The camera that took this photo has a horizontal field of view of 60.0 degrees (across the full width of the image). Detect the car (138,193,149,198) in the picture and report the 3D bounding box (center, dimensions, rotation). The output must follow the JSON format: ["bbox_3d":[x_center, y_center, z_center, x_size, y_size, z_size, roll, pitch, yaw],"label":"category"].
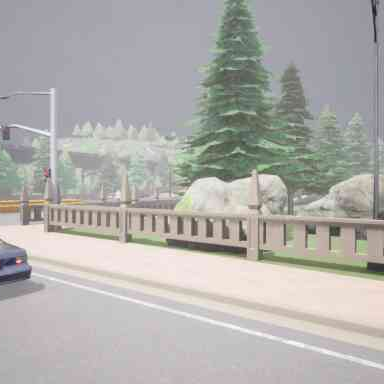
[{"bbox_3d":[-10.760,0.962,67.475,1.837,1.490,4.892,0,4,36],"label":"car"}]

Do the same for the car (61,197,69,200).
[{"bbox_3d":[-20.060,1.475,54.575,1.882,1.535,5.008,0,0,36],"label":"car"}]

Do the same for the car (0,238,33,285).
[{"bbox_3d":[-6.146,1.547,8.340,5.357,1.411,2.033,0,0,36],"label":"car"}]

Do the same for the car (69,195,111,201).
[{"bbox_3d":[-15.123,1.491,49.446,2.128,1.511,4.902,0,0,36],"label":"car"}]

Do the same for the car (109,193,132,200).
[{"bbox_3d":[-13.355,1.124,57.940,2.150,2.045,5.566,0,2,36],"label":"car"}]
